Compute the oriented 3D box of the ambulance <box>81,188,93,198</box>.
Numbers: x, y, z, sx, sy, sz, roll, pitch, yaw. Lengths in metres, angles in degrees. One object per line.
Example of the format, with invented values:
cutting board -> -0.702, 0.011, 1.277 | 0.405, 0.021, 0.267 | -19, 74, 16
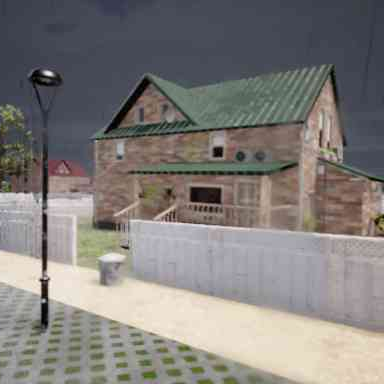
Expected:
ambulance -> -16.757, 0.628, 58.348 | 2.351, 2.431, 6.366 | 2, 1, 19
